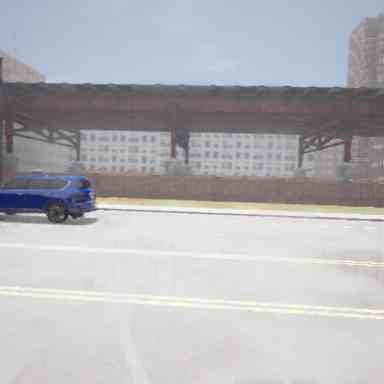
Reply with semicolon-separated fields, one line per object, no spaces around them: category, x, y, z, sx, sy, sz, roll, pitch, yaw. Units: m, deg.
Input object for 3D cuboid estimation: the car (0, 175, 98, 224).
car;-7.164;0.226;15.275;5.566;2.045;2.150;2;3;5
